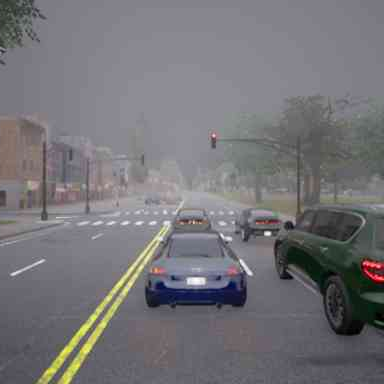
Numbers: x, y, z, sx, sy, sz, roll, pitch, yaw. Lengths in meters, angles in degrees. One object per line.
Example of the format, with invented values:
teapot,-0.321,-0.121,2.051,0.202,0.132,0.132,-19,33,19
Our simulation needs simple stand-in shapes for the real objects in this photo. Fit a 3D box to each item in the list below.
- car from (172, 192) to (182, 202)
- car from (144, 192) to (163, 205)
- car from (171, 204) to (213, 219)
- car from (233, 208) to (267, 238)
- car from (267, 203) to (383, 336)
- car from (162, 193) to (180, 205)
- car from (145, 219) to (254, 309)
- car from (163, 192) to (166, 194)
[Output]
car,-3.419,0.967,71.894,2.150,2.045,5.566,0,1,0
car,-6.709,1.134,56.534,2.150,2.045,5.566,0,0,0
car,0.002,1.548,16.835,1.837,1.490,4.892,0,0,1
car,3.255,1.547,16.664,1.837,1.490,4.892,0,0,0
car,3.311,1.221,6.802,2.150,2.045,5.566,0,0,0
car,-3.460,1.418,56.367,1.837,1.490,4.892,0,1,0
car,0.062,1.567,7.948,1.994,1.385,4.181,0,0,0
car,-6.670,0.963,72.363,2.150,2.045,5.566,0,1,0
